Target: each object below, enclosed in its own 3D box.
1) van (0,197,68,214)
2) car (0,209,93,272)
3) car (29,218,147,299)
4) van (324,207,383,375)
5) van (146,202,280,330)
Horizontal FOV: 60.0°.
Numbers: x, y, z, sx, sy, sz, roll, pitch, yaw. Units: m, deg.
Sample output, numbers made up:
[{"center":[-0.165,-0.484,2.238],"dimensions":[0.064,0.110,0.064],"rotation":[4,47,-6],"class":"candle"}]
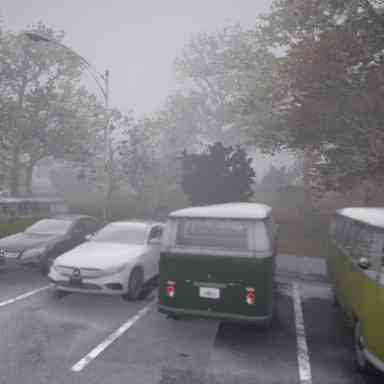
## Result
[{"center":[-6.404,1.171,11.869],"dimensions":[1.878,1.987,4.442],"rotation":[1,0,15],"class":"van"},{"center":[-3.981,1.458,10.272],"dimensions":[2.002,1.452,4.674],"rotation":[1,0,16],"class":"car"},{"center":[-1.582,1.478,8.564],"dimensions":[2.002,1.452,4.674],"rotation":[1,0,15],"class":"car"},{"center":[3.182,1.258,5.029],"dimensions":[1.878,1.987,4.442],"rotation":[1,0,16],"class":"van"},{"center":[0.839,1.237,6.967],"dimensions":[1.878,1.987,4.442],"rotation":[0,0,16],"class":"van"}]
